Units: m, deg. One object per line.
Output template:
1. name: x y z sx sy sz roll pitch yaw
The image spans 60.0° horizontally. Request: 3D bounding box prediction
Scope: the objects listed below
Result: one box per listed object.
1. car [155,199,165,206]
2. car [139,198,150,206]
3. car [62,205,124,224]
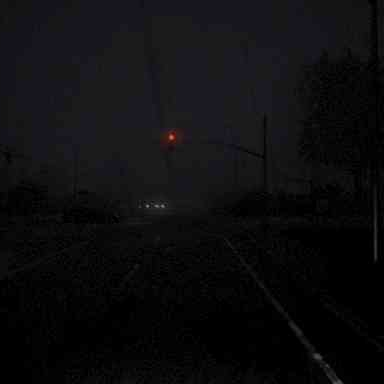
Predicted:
1. car: -7.026 2.343 74.043 1.994 1.385 4.181 0 -1 0
2. car: -10.527 2.146 74.084 2.097 1.767 4.553 0 -1 0
3. car: -8.001 1.826 26.951 4.892 1.490 1.837 0 -1 3
